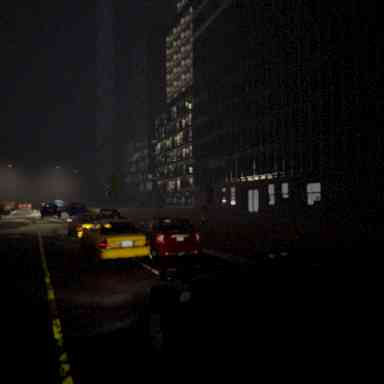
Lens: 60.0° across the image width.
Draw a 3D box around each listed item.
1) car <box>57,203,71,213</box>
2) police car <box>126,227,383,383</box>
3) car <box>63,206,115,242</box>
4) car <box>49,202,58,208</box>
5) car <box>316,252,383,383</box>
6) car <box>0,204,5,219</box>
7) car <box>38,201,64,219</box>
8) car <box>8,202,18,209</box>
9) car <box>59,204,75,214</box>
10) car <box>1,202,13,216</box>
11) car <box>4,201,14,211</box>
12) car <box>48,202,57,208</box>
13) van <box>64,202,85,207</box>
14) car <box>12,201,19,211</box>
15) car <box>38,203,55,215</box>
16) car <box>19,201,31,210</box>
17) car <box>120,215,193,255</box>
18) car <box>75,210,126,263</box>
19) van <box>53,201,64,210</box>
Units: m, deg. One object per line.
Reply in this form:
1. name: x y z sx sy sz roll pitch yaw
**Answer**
1. car: -20.643 2.539 53.443 1.752 1.417 4.829 1 -1 -26
2. police car: 1.002 1.488 3.849 1.930 1.638 5.238 0 -1 -28
3. car: -5.786 1.799 18.441 1.801 1.575 5.366 0 -1 -26
4. car: -32.725 3.031 78.530 1.752 1.417 4.829 1 -2 -26
5. car: 3.593 1.590 3.116 2.008 1.369 4.403 1 -1 -26
6. car: -20.798 2.213 34.451 1.752 1.417 4.829 1 -2 -26
7. car: -16.548 2.095 38.827 2.097 1.767 4.553 0 -1 -25
8. car: -40.203 3.020 74.741 1.887 1.381 4.507 1 -2 -26
9. car: -18.154 2.495 48.271 1.802 1.307 4.206 1 -1 -26
10. car: -25.704 2.437 44.637 2.008 1.369 4.403 1 -2 -26
11. car: -28.047 2.506 49.503 1.752 1.417 4.829 1 -2 -26
12. car: -35.068 3.146 83.393 1.887 1.381 4.507 1 -2 -26
13. van: -13.319 2.059 38.243 1.690 1.788 3.998 1 -1 -26
14. car: -32.951 2.495 59.695 2.192 1.841 5.009 1 -2 -26
15. car: -21.387 2.428 48.761 2.128 1.511 4.902 0 -1 -26
16. car: -31.942 2.597 63.766 2.097 1.767 4.553 0 -1 -26
17. car: -1.239 1.672 13.153 1.967 1.590 4.097 1 -1 -26
18. car: -3.201 1.695 13.027 1.801 1.575 5.366 0 -1 -26
19. van: -25.401 2.548 63.330 1.690 1.788 3.998 1 -2 -26
